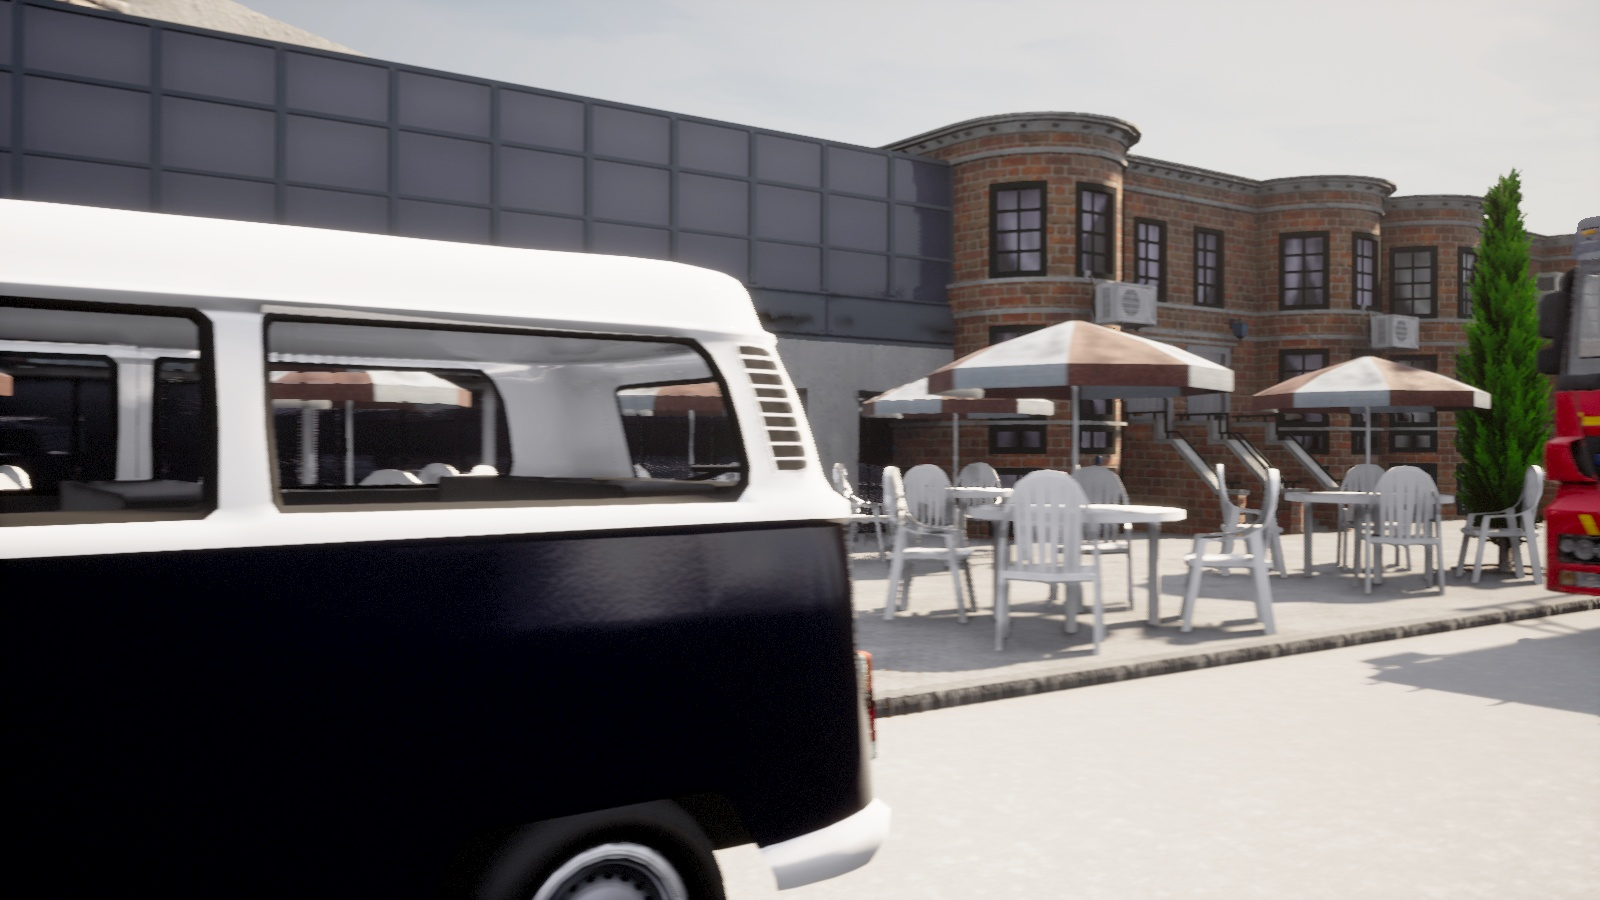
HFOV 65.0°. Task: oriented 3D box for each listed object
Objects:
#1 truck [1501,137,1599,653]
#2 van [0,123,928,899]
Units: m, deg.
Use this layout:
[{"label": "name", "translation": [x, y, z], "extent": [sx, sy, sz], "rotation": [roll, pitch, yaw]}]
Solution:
[{"label": "truck", "translation": [9.829, -0.413, 11.118], "extent": [8.468, 3.827, 2.891], "rotation": [0, 0, -35]}, {"label": "van", "translation": [-2.102, 0.480, 2.805], "extent": [4.480, 2.038, 2.069], "rotation": [0, 0, -35]}]
